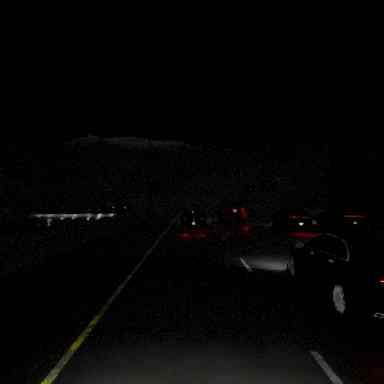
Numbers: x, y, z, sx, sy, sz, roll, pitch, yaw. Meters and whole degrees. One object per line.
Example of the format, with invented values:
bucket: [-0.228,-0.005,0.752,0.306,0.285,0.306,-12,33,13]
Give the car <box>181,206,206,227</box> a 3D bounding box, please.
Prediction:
car: [0.120,2.021,26.254,1.895,1.301,4.718,0,-1,0]

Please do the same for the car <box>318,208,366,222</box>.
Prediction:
car: [10.618,1.866,24.044,2.128,1.511,4.902,0,-1,0]

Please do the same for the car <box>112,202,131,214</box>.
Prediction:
car: [-10.483,2.328,49.791,2.097,1.767,4.553,0,-1,0]

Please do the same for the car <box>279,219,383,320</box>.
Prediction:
car: [3.605,1.598,7.484,1.837,1.490,4.892,0,-1,0]

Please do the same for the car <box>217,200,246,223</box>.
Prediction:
car: [3.624,1.739,30.682,2.150,2.045,5.566,0,-1,0]

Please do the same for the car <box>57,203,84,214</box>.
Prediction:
car: [-17.492,2.434,48.982,1.882,1.535,5.008,0,-2,1]

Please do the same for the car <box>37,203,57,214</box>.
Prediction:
car: [-20.990,2.466,49.094,1.837,1.490,4.892,0,-2,1]

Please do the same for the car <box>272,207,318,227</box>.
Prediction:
car: [7.119,1.880,24.088,1.837,1.490,4.892,0,-1,0]

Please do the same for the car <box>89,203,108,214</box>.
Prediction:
car: [-13.982,2.484,49.789,1.837,1.490,4.892,0,-2,1]
